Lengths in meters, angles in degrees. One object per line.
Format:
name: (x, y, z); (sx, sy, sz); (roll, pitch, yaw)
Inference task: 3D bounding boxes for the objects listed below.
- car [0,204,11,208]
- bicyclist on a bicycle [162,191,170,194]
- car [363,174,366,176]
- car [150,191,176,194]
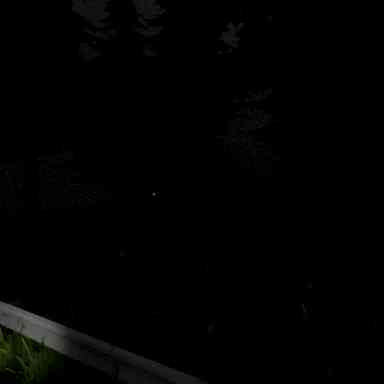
car: (-17.556, 1.580, 27.197); (5.008, 1.535, 1.882); (-5, 2, -34)
bicyclist on a bicycle: (-2.234, 0.269, 28.847); (0.582, 1.620, 1.656); (1, 4, -28)
car: (19.410, -1.429, 35.620); (5.008, 1.535, 1.882); (-4, -2, 23)
car: (-2.498, 0.112, 35.868); (4.553, 1.767, 2.097); (-4, 2, -19)
